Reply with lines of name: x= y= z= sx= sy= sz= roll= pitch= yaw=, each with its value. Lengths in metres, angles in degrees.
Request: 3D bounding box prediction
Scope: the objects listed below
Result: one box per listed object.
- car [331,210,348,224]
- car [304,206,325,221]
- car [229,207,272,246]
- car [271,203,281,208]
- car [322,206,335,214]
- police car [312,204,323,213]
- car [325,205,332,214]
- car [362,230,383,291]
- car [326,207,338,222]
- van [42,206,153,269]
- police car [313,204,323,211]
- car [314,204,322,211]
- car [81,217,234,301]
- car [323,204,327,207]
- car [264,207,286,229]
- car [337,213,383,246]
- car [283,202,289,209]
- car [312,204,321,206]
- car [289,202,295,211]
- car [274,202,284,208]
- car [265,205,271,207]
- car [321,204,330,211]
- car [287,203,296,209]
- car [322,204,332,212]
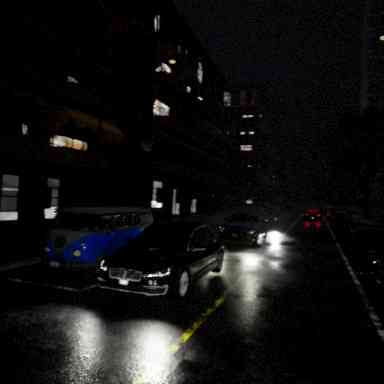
car: x=11.004 y=2.248 z=22.989 sx=2.008 sy=1.369 sz=4.403 roll=3 pitch=0 yaw=20
car: x=14.073 y=2.623 z=38.691 sx=1.895 sy=1.301 sz=4.718 roll=2 pitch=-1 yaw=20
car: x=2.809 y=1.782 z=17.582 sx=1.882 sy=1.535 sz=5.008 roll=2 pitch=-1 yaw=20
car: x=10.930 y=2.570 z=46.792 sx=1.947 sy=1.339 sz=4.313 roll=3 pitch=0 yaw=20
car: x=26.549 y=3.408 z=64.730 sx=2.008 sy=1.369 sz=4.403 roll=3 pitch=0 yaw=20
police car: x=25.288 y=3.264 z=67.108 sx=1.930 sy=1.638 sz=5.238 roll=2 pitch=-1 yaw=18
car: x=18.838 y=2.805 z=44.021 sx=1.752 sy=1.417 sz=4.829 roll=3 pitch=0 yaw=20
car: x=5.174 y=1.832 z=7.337 sx=1.947 sy=1.339 sz=4.313 roll=3 pitch=0 yaw=20
car: x=14.891 y=2.537 z=33.425 sx=2.008 sy=1.369 sz=4.403 roll=3 pitch=0 yaw=20
van: x=-2.660 y=1.337 z=10.269 sx=1.690 sy=1.788 sz=3.998 roll=3 pitch=0 yaw=20
police car: x=28.916 y=3.531 z=76.425 sx=1.930 sy=1.638 sz=5.238 roll=2 pitch=-1 yaw=20
car: x=31.034 y=3.768 z=81.930 sx=1.837 sy=1.490 sz=4.892 roll=2 pitch=-1 yaw=20
car: x=-0.480 y=1.567 z=8.765 sx=1.837 sy=1.490 sz=4.892 roll=2 pitch=-1 yaw=20
car: x=24.607 y=3.262 z=59.514 sx=2.008 sy=1.369 sz=4.403 roll=3 pitch=0 yaw=20
car: x=6.287 y=2.163 z=26.918 sx=1.895 sy=1.301 sz=4.718 roll=2 pitch=-1 yaw=21
car: x=9.061 y=2.098 z=17.771 sx=1.887 sy=1.381 sz=4.507 roll=3 pitch=0 yaw=20
car: x=14.830 y=2.610 z=57.229 sx=2.192 sy=1.841 sz=5.009 roll=3 pitch=0 yaw=20
car: x=17.671 y=2.768 z=48.346 sx=1.882 sy=1.535 sz=5.008 roll=2 pitch=-1 yaw=21
car: x=20.659 y=3.047 z=72.881 sx=2.192 sy=1.841 sz=5.009 roll=3 pitch=0 yaw=20
car: x=12.816 y=2.670 z=51.850 sx=1.752 sy=1.417 sz=4.829 roll=3 pitch=0 yaw=20
car: x=7.045 y=2.265 z=36.356 sx=2.008 sy=1.369 sz=4.403 roll=3 pitch=0 yaw=20
car: x=34.328 y=3.882 z=85.603 sx=1.967 sy=1.590 sz=4.097 roll=3 pitch=-1 yaw=20
car: x=26.475 y=3.736 z=88.532 sx=1.947 sy=1.339 sz=4.313 roll=3 pitch=0 yaw=20
car: x=30.441 y=3.589 z=75.167 sx=1.967 sy=1.590 sz=4.097 roll=3 pitch=0 yaw=20
